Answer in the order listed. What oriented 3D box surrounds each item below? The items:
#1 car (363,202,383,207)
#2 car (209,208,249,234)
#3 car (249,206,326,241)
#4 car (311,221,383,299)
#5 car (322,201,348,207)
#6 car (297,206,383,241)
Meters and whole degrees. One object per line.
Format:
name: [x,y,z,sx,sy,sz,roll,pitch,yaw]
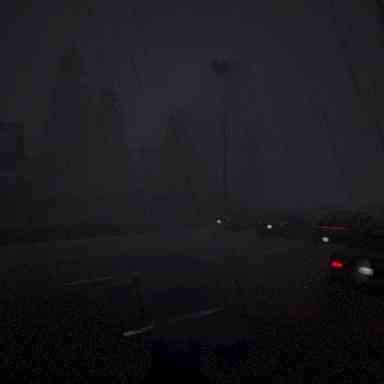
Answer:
car: [16.215,1.624,29.453,1.882,1.535,5.008,0,0,37]
car: [2.978,1.632,19.962,4.181,1.385,1.994,0,0,-43]
car: [5.171,1.633,17.223,4.181,1.385,1.994,0,0,-43]
car: [5.328,1.591,8.048,5.357,1.411,2.033,0,0,-39]
car: [13.742,1.622,31.968,1.882,1.535,5.008,0,0,37]
car: [6.765,1.557,13.936,4.902,1.511,2.128,0,0,-42]
